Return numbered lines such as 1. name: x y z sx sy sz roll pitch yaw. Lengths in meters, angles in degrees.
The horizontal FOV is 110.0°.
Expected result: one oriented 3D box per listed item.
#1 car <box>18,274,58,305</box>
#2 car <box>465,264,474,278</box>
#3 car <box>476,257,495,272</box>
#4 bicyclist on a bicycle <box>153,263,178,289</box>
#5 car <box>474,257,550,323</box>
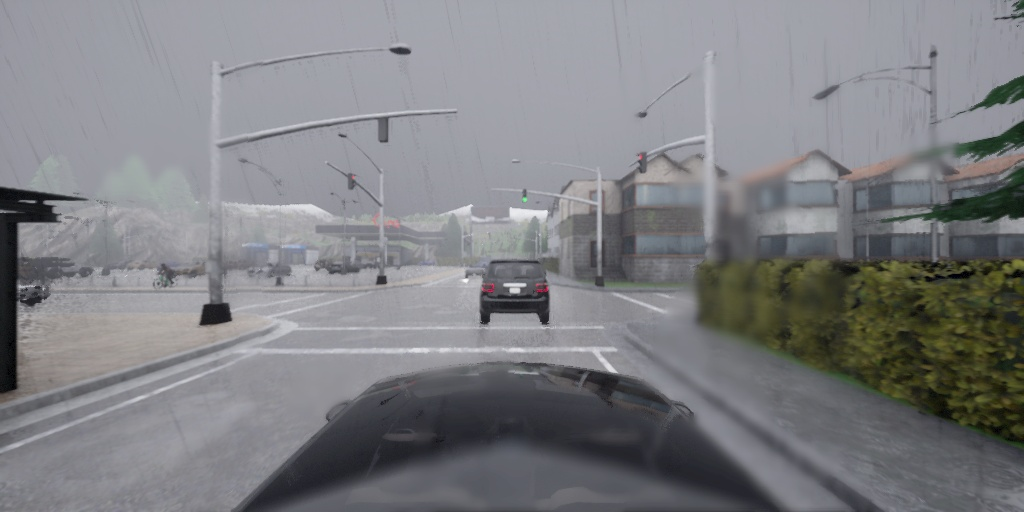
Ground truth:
1. car: -23.294 1.567 15.499 4.718 1.301 1.895 0 0 0
2. car: -3.583 1.449 36.083 1.895 1.301 4.718 0 0 0
3. car: -3.557 1.107 49.456 2.150 2.045 5.566 0 0 0
4. bicyclist on a bicycle: -22.209 1.288 22.985 0.582 1.620 1.656 0 0 0
5. car: 0.097 1.104 12.856 2.150 2.045 5.566 0 -1 0
